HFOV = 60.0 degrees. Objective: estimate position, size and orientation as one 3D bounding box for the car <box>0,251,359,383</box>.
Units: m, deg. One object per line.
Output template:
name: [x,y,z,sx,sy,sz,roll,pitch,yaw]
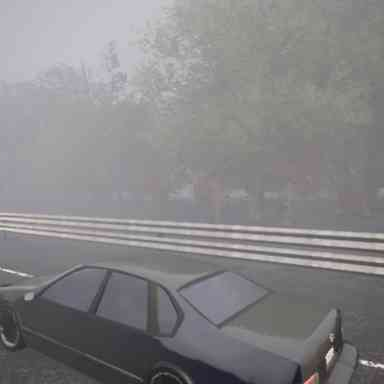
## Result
car: [-0.769,1.576,4.535,5.357,1.411,2.033,-1,0,35]
